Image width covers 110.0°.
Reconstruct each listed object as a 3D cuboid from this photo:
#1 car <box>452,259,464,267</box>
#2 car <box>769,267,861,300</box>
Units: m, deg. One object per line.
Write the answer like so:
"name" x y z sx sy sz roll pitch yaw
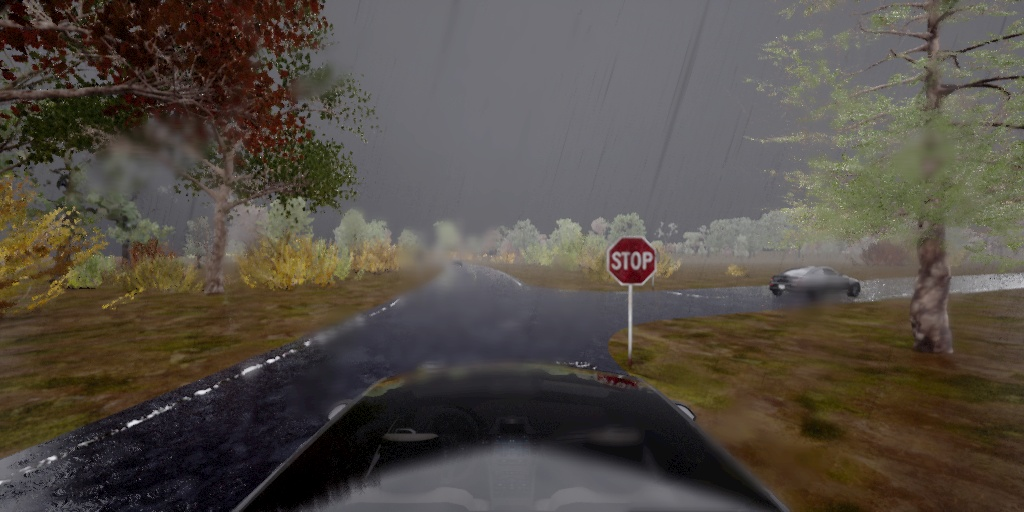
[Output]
"car" -9.639 1.202 63.350 2.033 1.411 5.357 0 0 -11
"car" 14.401 1.223 17.106 4.674 1.442 1.812 0 0 -22
